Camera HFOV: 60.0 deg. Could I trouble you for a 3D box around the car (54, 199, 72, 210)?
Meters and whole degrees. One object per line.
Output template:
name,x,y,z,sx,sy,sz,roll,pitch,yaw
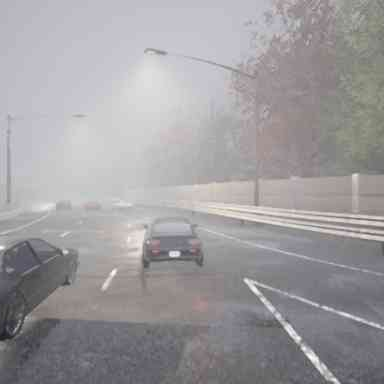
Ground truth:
car,-17.412,1.629,44.896,2.128,1.511,4.902,0,0,-25

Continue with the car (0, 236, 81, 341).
car,-3.718,1.572,6.430,2.033,1.411,5.357,0,0,-4

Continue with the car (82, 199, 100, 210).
car,-13.691,1.687,45.172,1.994,1.385,4.181,0,0,-24

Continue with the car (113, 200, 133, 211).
car,-9.094,1.702,43.508,1.895,1.301,4.718,0,0,-23

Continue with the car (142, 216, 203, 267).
car,-0.719,1.546,11.439,1.812,1.442,4.674,0,0,-6
